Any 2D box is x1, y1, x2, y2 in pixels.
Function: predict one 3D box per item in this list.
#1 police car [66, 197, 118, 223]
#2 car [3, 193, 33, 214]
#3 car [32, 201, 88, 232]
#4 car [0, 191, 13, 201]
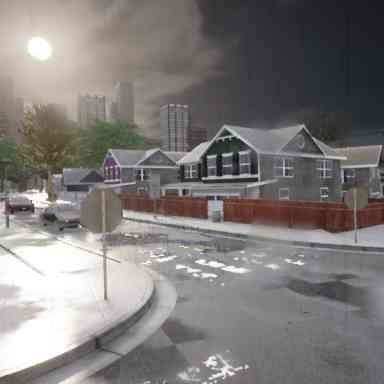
[{"bbox_3d":[-7.385,1.230,24.220,2.038,1.542,4.974,-1,1,-37],"label":"police car"},{"bbox_3d":[-16.054,1.160,31.023,1.882,1.535,5.008,-2,1,-35],"label":"car"},{"bbox_3d":[-7.422,1.373,19.412,2.033,1.411,5.357,-2,2,-38],"label":"car"},{"bbox_3d":[-24.370,0.613,43.641,1.882,1.535,5.008,-2,1,-32],"label":"car"}]
